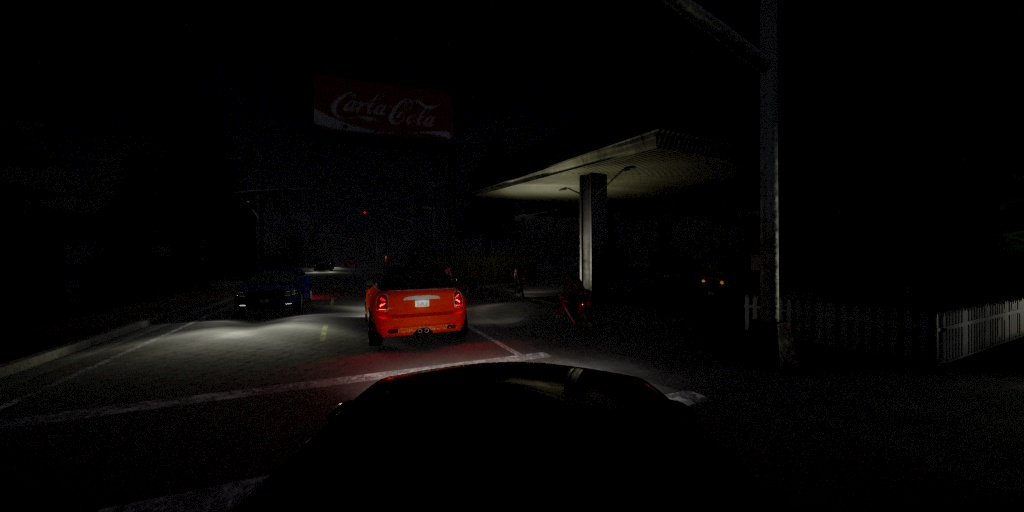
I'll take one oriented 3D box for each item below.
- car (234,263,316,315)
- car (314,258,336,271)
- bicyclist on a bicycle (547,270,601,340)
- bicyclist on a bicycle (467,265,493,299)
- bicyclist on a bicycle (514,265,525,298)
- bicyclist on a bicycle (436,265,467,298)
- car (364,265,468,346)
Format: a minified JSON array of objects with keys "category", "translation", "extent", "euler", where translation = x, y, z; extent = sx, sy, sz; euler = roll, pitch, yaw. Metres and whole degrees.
[{"category":"car","translation":[-8.797,1.171,13.542],"extent":[1.882,1.535,5.008],"euler":[1,-1,-24]},{"category":"car","translation":[-24.451,1.044,46.596],"extent":[2.097,1.767,4.553],"euler":[0,0,-25]},{"category":"bicyclist on a bicycle","translation":[1.504,1.185,8.866],"extent":[0.582,1.620,1.656],"euler":[3,-2,-44]},{"category":"bicyclist on a bicycle","translation":[-1.741,1.282,17.884],"extent":[1.656,1.620,0.582],"euler":[1,0,-23]},{"category":"bicyclist on a bicycle","translation":[0.364,1.283,18.051],"extent":[0.582,1.620,1.656],"euler":[0,0,15]},{"category":"bicyclist on a bicycle","translation":[-3.014,1.253,16.470],"extent":[1.656,1.620,0.582],"euler":[1,0,36]},{"category":"car","translation":[-2.722,1.013,9.456],"extent":[2.097,1.767,4.553],"euler":[0,0,-23]}]
